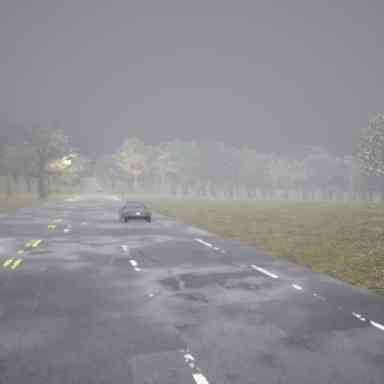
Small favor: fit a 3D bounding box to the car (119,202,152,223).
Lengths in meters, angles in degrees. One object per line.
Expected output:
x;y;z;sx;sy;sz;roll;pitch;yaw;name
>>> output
-4.216;1.417;24.415;1.994;1.385;4.181;1;0;-17;car
